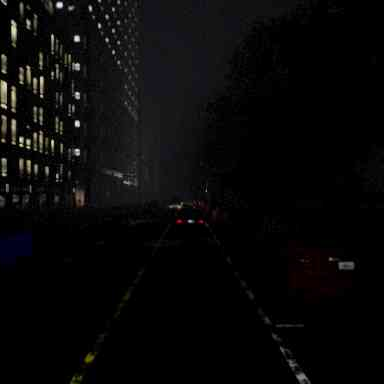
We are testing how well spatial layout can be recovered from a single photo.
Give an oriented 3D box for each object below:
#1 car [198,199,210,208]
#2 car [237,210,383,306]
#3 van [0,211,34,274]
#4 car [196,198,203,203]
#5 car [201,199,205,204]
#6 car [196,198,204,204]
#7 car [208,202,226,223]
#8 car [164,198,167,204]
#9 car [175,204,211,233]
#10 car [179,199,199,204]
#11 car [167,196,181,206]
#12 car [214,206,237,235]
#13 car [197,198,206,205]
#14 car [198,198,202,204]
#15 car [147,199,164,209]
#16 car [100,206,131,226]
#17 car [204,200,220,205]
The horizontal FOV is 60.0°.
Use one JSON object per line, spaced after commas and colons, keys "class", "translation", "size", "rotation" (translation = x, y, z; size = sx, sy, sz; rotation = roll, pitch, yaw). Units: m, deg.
{"class": "car", "translation": [2.053, 1.990, 58.748], "size": [2.008, 1.369, 4.403], "rotation": [0, 0, 0]}
{"class": "car", "translation": [2.631, 1.368, 8.117], "size": [2.192, 1.841, 5.009], "rotation": [0, 0, -1]}
{"class": "van", "translation": [-5.542, 1.421, 8.312], "size": [1.690, 1.788, 3.998], "rotation": [0, 0, -1]}
{"class": "car", "translation": [1.991, 2.189, 87.120], "size": [1.752, 1.417, 4.829], "rotation": [0, 0, 0]}
{"class": "car", "translation": [2.539, 1.791, 42.644], "size": [1.882, 1.535, 5.008], "rotation": [0, 0, -1]}
{"class": "car", "translation": [1.972, 2.162, 81.310], "size": [1.887, 1.381, 4.507], "rotation": [0, 0, 0]}
{"class": "car", "translation": [2.435, 1.706, 25.160], "size": [1.752, 1.417, 4.829], "rotation": [0, 0, -1]}
{"class": "car", "translation": [-6.056, 2.143, 75.821], "size": [1.887, 1.381, 4.507], "rotation": [0, 0, 0]}
{"class": "car", "translation": [-0.120, 1.705, 20.994], "size": [2.033, 1.411, 5.357], "rotation": [0, 0, 0]}
{"class": "car", "translation": [-0.383, 1.925, 42.899], "size": [1.895, 1.301, 4.718], "rotation": [0, 0, -1]}
{"class": "car", "translation": [-3.475, 1.758, 69.023], "size": [2.150, 2.045, 5.566], "rotation": [0, 0, 0]}
{"class": "car", "translation": [2.502, 1.719, 19.365], "size": [1.802, 1.307, 4.206], "rotation": [0, 0, -1]}
{"class": "car", "translation": [1.981, 2.073, 70.028], "size": [1.887, 1.381, 4.507], "rotation": [0, 0, 0]}
{"class": "car", "translation": [2.112, 1.941, 53.116], "size": [1.887, 1.381, 4.507], "rotation": [0, 0, -1]}
{"class": "car", "translation": [-6.061, 1.988, 53.326], "size": [1.947, 1.339, 4.313], "rotation": [0, 0, -1]}
{"class": "car", "translation": [-5.736, 1.757, 25.192], "size": [2.008, 1.369, 4.403], "rotation": [0, 0, -1]}
{"class": "car", "translation": [2.626, 1.764, 35.645], "size": [1.837, 1.490, 4.892], "rotation": [0, 0, -1]}
